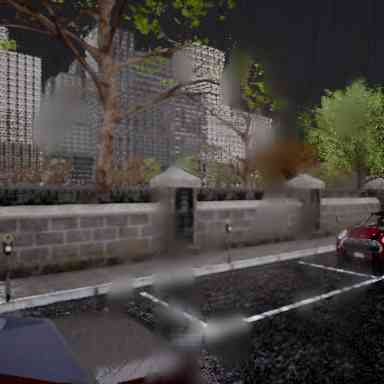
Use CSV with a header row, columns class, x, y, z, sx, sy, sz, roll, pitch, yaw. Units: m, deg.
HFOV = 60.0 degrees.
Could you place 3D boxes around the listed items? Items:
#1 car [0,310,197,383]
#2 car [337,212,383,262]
class,x,y,z,sx,sy,sz,roll,pitch,yaw
car,-2.395,1.551,1.658,5.357,1.411,2.033,0,0,-35
car,6.749,1.403,11.369,4.097,1.590,1.967,0,0,-35
